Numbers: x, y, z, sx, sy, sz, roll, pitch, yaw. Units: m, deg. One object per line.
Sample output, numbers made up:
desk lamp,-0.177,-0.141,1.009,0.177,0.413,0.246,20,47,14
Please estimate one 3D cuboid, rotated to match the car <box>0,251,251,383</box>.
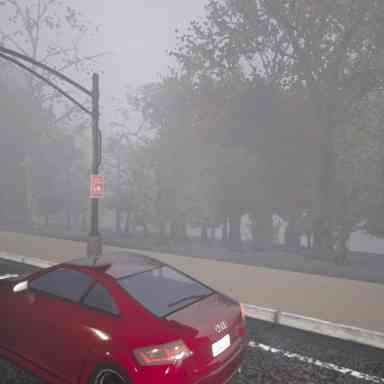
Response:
car,-1.328,1.563,4.629,4.181,1.385,1.994,0,0,35
